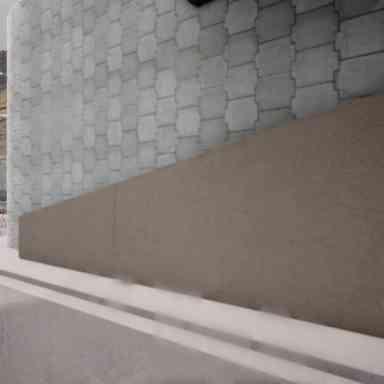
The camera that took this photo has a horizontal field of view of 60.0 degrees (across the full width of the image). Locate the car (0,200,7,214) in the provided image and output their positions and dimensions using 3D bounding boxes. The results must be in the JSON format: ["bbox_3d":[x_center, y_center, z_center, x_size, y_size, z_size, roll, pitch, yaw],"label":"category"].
[{"bbox_3d":[-12.609,1.305,25.716,4.536,1.218,1.853,0,0,0],"label":"car"}]

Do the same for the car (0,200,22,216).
[{"bbox_3d":[-16.360,1.307,28.528,1.853,1.218,4.536,0,0,-10],"label":"car"}]
